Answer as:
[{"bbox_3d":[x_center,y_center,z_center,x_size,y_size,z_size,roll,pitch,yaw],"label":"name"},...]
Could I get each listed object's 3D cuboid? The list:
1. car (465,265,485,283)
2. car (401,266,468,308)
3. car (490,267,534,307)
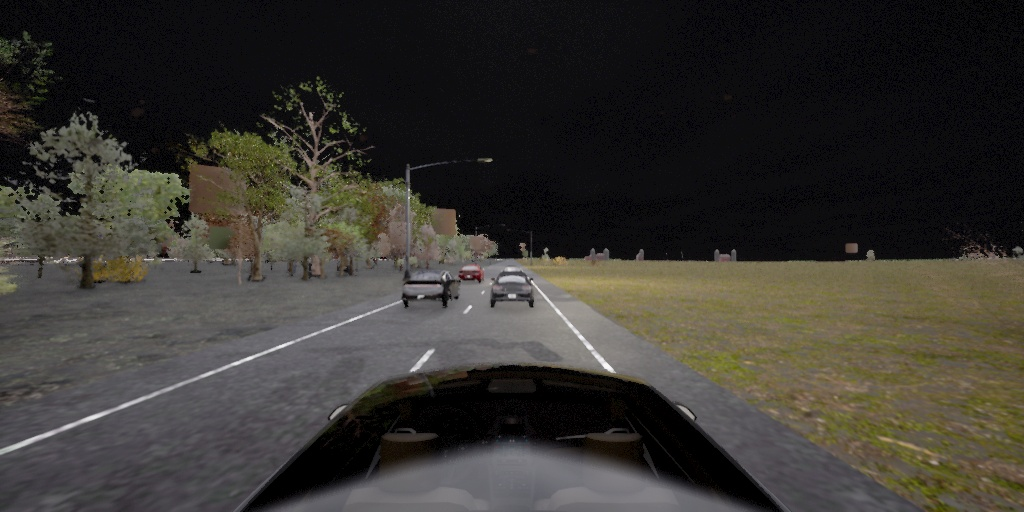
[{"bbox_3d":[-3.480,1.507,31.350,1.882,1.535,5.008,0,0,0],"label":"car"},{"bbox_3d":[-3.489,1.378,16.147,2.128,1.511,4.902,0,0,0],"label":"car"},{"bbox_3d":[0.012,1.412,16.234,1.812,1.442,4.674,0,0,0],"label":"car"}]
